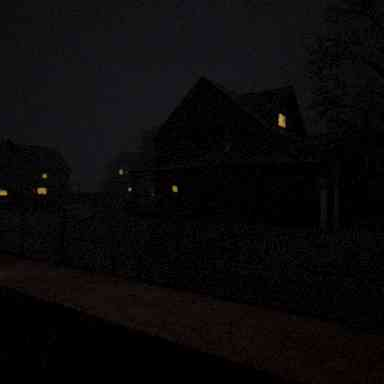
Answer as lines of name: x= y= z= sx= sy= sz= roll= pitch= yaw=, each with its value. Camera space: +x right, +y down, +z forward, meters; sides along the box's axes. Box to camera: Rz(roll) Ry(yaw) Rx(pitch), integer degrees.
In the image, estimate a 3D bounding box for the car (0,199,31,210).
car: x=-15.417 y=1.304 z=28.289 sx=2.033 sy=1.411 sz=5.357 roll=1 pitch=2 yaw=35
